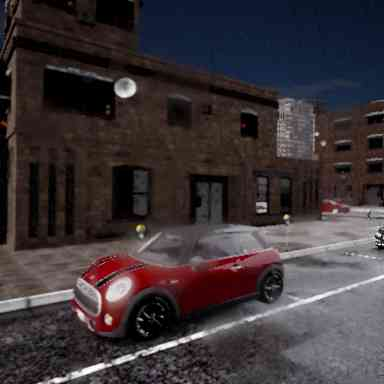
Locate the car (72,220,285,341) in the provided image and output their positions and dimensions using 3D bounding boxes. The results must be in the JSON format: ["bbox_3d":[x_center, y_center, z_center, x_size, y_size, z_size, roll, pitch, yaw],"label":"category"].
[{"bbox_3d":[-0.130,1.418,6.439,4.097,1.590,1.967,0,1,-35],"label":"car"}]

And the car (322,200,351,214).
[{"bbox_3d":[13.227,1.422,32.647,1.887,1.381,4.507,0,-1,-35],"label":"car"}]

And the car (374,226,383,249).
[{"bbox_3d":[8.684,1.459,12.706,4.403,1.369,2.008,0,1,-35],"label":"car"}]
